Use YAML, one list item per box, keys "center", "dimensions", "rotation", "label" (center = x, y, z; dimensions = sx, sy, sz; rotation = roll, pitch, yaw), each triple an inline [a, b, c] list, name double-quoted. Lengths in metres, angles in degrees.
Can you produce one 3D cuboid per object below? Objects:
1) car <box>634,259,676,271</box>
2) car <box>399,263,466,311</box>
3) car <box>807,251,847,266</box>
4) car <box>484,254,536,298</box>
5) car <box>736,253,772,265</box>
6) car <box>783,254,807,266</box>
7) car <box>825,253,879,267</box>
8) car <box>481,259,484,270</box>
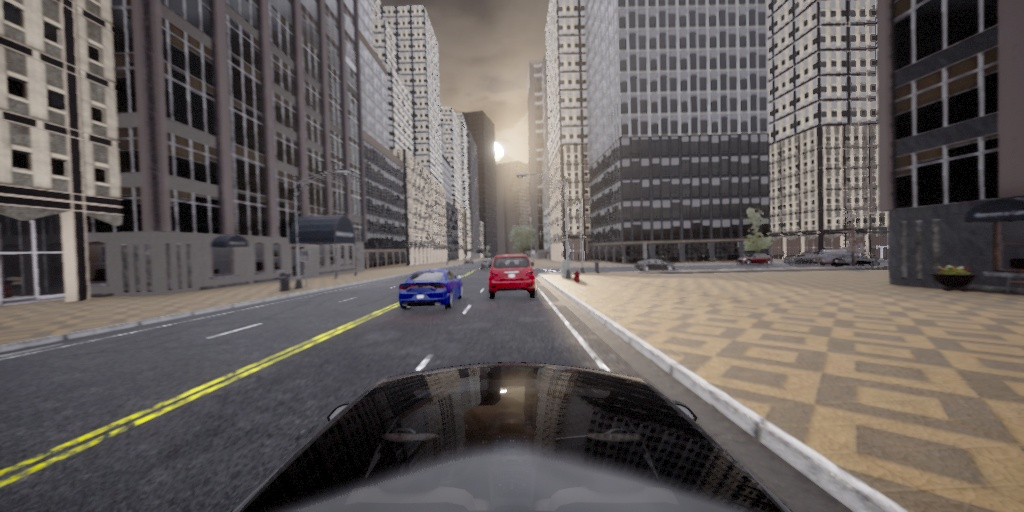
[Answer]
- center: [15.740, 0.991, 39.544]
  dimensions: [4.403, 1.370, 2.007]
  rotation: [0, 0, -1]
  label: "car"
- center: [-3.242, 1.278, 15.109]
  dimensions: [1.882, 1.535, 5.008]
  rotation: [-2, 0, 0]
  label: "car"
- center: [38.981, 0.482, 42.736]
  dimensions: [5.357, 1.411, 2.033]
  rotation: [-1, 1, -1]
  label: "car"
- center: [-0.017, 0.920, 18.209]
  dimensions: [2.150, 2.045, 5.566]
  rotation: [-2, 1, 0]
  label: "car"
- center: [32.525, 0.389, 48.333]
  dimensions: [4.097, 1.591, 1.967]
  rotation: [0, 0, -1]
  label: "car"
- center: [37.330, 0.433, 45.752]
  dimensions: [4.674, 1.442, 1.812]
  rotation: [-1, 1, 0]
  label: "car"
- center: [38.299, 0.565, 40.049]
  dimensions: [4.313, 1.339, 1.948]
  rotation: [0, 0, -1]
  label: "car"
- center: [-3.401, 1.146, 51.378]
  dimensions: [2.128, 1.511, 4.902]
  rotation: [-2, 0, 0]
  label: "car"
